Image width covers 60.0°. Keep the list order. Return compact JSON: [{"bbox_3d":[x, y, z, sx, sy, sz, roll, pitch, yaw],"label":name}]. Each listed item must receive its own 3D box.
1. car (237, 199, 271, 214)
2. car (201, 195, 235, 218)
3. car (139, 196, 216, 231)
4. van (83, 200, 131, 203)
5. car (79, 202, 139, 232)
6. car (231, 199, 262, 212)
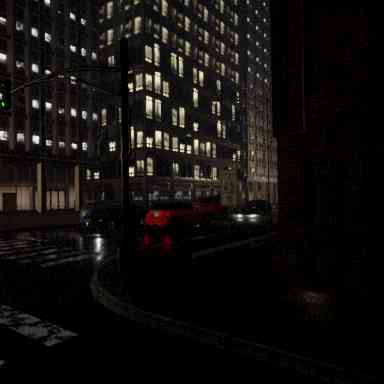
[{"bbox_3d":[7.250,1.584,37.486,1.882,1.535,5.008,-1,-1,36],"label":"car"},{"bbox_3d":[1.245,1.307,29.123,2.150,2.045,5.566,-1,-1,36],"label":"car"},{"bbox_3d":[-0.784,1.358,20.789,2.097,1.767,4.553,-1,-1,36],"label":"car"},{"bbox_3d":[-5.991,1.460,23.467,1.690,1.788,3.998,-2,-1,36],"label":"van"},{"bbox_3d":[-4.645,1.571,20.934,1.837,1.490,4.892,-1,-1,33],"label":"car"},{"bbox_3d":[6.840,1.689,41.379,1.752,1.417,4.829,-2,-1,36],"label":"car"}]
